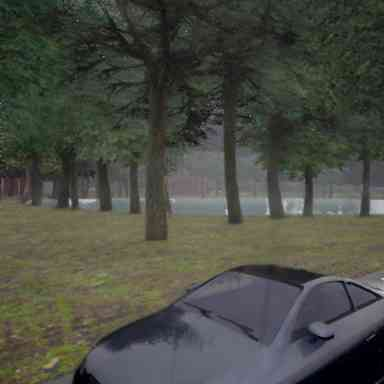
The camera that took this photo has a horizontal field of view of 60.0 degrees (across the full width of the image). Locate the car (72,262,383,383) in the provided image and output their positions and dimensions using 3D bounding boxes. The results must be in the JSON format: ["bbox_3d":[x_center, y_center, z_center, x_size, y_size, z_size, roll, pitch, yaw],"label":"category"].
[{"bbox_3d":[0.872,1.599,3.793,4.181,1.385,1.994,0,-1,-39],"label":"car"}]
